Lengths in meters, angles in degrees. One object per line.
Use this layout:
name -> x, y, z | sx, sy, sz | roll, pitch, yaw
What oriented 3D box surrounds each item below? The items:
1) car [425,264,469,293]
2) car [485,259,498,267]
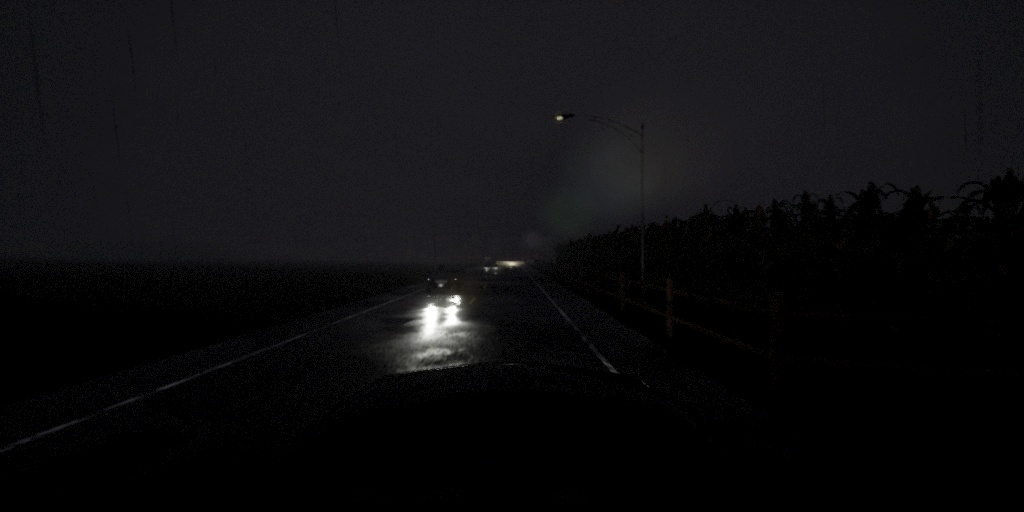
car -> -3.593, 1.212, 20.555 | 2.128, 1.511, 4.902 | 0, 0, 0
car -> -3.512, 1.170, 61.868 | 1.812, 1.442, 4.674 | 0, 0, 1
